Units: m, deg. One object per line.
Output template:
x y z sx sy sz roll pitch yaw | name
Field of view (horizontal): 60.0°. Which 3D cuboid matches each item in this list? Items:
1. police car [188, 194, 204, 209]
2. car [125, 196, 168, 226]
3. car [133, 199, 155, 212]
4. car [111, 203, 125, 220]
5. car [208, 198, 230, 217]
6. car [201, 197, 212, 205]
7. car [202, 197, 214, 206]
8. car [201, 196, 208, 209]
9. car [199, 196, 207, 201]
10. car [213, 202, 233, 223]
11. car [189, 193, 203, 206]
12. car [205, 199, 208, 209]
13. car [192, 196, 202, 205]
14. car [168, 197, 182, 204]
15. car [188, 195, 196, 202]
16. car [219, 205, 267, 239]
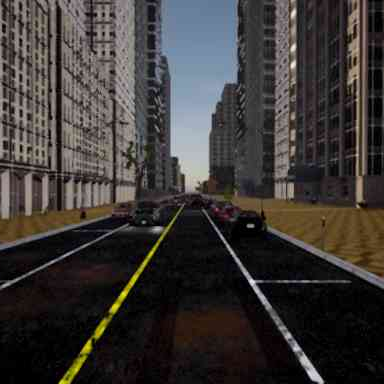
0.607 1.484 46.770 1.930 1.638 5.238 0 0 -5 | police car
-3.096 1.383 23.591 2.097 1.767 4.553 0 0 0 | car
-5.698 1.617 39.796 1.947 1.339 4.313 -1 0 0 | car
-5.697 1.619 28.514 1.802 1.307 4.206 -1 0 0 | car
2.682 1.477 28.513 1.967 1.590 4.097 -1 0 0 | car
2.684 1.602 62.539 1.752 1.417 4.829 -1 0 0 | car
2.684 1.615 56.727 1.887 1.381 4.507 -1 0 0 | car
2.684 1.624 45.442 1.947 1.339 4.313 -1 0 0 | car
2.685 1.643 84.941 1.887 1.381 4.507 -1 0 0 | car
2.683 1.612 22.870 1.802 1.307 4.206 -1 0 0 | car
0.666 1.285 56.723 2.150 2.045 5.566 -1 0 0 | car
2.683 1.610 34.155 1.947 1.339 4.313 -1 0 0 | car
0.902 1.532 62.893 1.801 1.575 5.366 0 0 0 | car
-3.020 1.603 64.178 1.812 1.442 4.674 0 0 1 | car
0.003 1.535 80.054 1.882 1.535 5.008 0 0 0 | car
2.683 1.589 17.228 1.947 1.339 4.313 -1 0 0 | car
